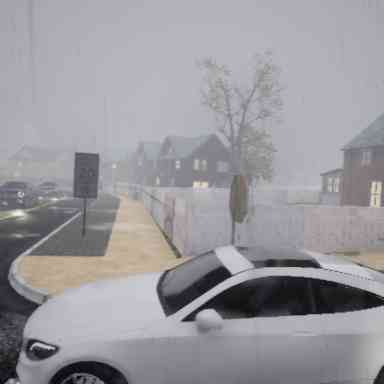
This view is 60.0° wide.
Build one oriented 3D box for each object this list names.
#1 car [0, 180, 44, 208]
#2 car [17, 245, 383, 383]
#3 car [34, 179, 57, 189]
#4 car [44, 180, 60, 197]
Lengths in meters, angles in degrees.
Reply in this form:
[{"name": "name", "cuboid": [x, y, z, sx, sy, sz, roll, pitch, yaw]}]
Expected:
[{"name": "car", "cuboid": [-12.038, 0.026, 22.856, 2.097, 1.767, 4.553, 3, 2, -12]}, {"name": "car", "cuboid": [0.611, 1.384, 3.771, 4.674, 1.442, 1.812, 2, 3, -5]}, {"name": "car", "cuboid": [-23.727, -1.276, 53.741, 4.674, 1.442, 1.812, 4, 1, 44]}, {"name": "car", "cuboid": [-15.042, -0.334, 35.035, 1.812, 1.442, 4.674, 3, 2, -21]}]
